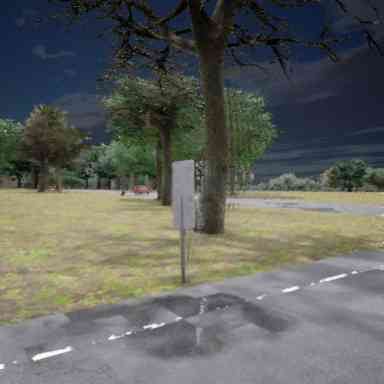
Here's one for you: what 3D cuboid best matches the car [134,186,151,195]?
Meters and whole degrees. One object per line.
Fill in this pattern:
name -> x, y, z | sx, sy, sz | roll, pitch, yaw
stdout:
car -> -11.166, -0.378, 74.339 | 2.150, 2.045, 5.566 | -1, 2, -29
